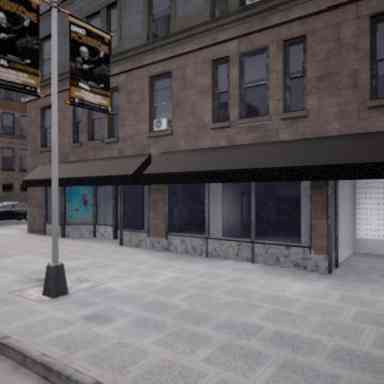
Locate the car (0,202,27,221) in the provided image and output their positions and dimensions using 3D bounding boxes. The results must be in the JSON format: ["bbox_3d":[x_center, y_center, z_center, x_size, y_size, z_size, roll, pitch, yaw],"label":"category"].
[{"bbox_3d":[-14.125,1.564,25.231,1.837,1.490,4.892,0,0,37],"label":"car"}]
